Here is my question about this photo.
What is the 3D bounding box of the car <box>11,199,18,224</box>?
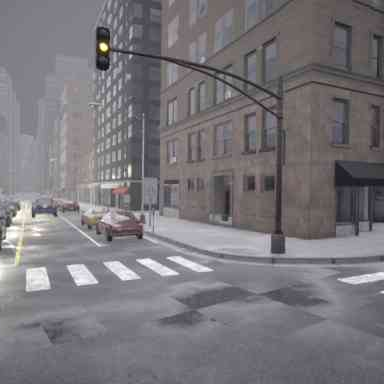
[{"bbox_3d":[-12.728,1.454,21.566,2.128,1.511,4.902,1,0,-26],"label":"car"}]

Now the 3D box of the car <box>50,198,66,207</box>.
[{"bbox_3d":[-20.799,1.584,51.515,2.008,1.369,4.403,0,0,-26],"label":"car"}]

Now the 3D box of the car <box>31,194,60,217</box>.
[{"bbox_3d":[-14.068,1.345,31.552,2.097,1.767,4.553,1,0,-26],"label":"car"}]

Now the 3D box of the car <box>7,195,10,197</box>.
[{"bbox_3d":[-33.347,1.414,57.739,1.967,1.590,4.097,0,0,-26],"label":"car"}]

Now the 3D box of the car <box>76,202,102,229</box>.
[{"bbox_3d":[-6.176,1.536,21.696,1.752,1.417,4.829,0,0,-26],"label":"car"}]

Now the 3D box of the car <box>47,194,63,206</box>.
[{"bbox_3d":[-23.249,1.354,56.510,2.192,1.841,5.009,0,0,-26],"label":"car"}]

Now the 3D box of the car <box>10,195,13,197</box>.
[{"bbox_3d":[-38.247,1.421,67.733,1.967,1.590,4.097,0,0,-26],"label":"car"}]

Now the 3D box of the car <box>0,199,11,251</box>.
[{"bbox_3d":[-8.711,1.313,13.365,2.097,1.767,4.553,1,0,-26],"label":"car"}]

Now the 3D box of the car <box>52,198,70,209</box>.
[{"bbox_3d":[-18.349,1.572,46.520,1.887,1.381,4.507,0,0,-26],"label":"car"}]

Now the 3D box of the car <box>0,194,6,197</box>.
[{"bbox_3d":[-28.447,1.279,47.746,2.192,1.841,5.009,0,0,-26],"label":"car"}]

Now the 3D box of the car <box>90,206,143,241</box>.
[{"bbox_3d":[-3.652,1.592,16.549,1.802,1.307,4.206,0,0,-26],"label":"car"}]

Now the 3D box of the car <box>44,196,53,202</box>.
[{"bbox_3d":[-33.122,1.577,76.646,1.752,1.417,4.829,0,0,-26],"label":"car"}]

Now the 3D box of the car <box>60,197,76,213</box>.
[{"bbox_3d":[-13.450,1.562,36.529,1.887,1.381,4.507,0,0,-26],"label":"car"}]

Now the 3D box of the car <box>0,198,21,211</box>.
[{"bbox_3d":[-17.044,1.515,30.437,2.033,1.411,5.357,1,0,-26],"label":"car"}]
